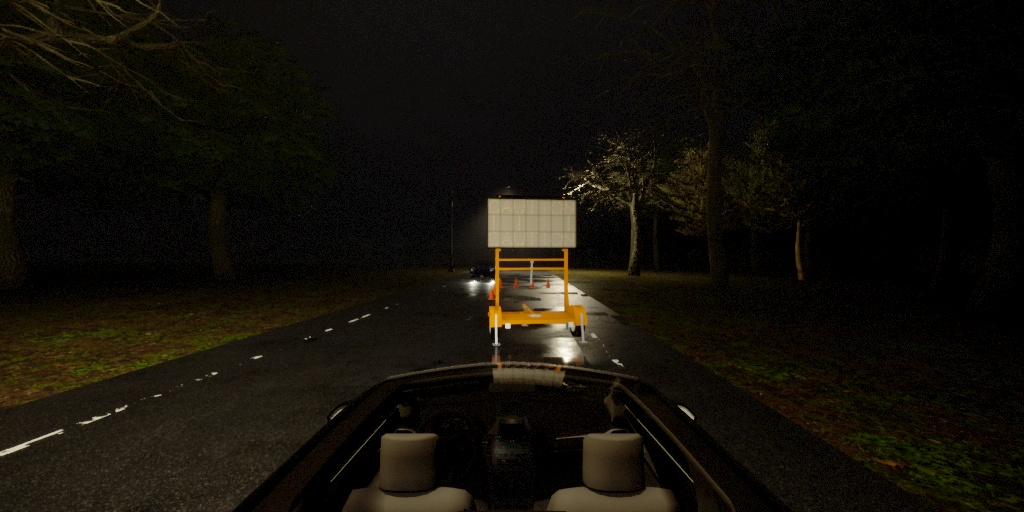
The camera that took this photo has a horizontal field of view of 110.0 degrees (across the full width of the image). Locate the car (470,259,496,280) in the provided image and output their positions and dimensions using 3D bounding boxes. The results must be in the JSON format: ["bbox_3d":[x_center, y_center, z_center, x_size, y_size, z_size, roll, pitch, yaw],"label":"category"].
[{"bbox_3d":[-2.432,1.111,31.958,2.097,1.767,4.553,0,0,2],"label":"car"}]

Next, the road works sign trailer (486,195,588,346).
[{"bbox_3d":[0.504,0.212,9.513,2.380,3.560,2.880,0,0,-6],"label":"road works sign trailer"}]
